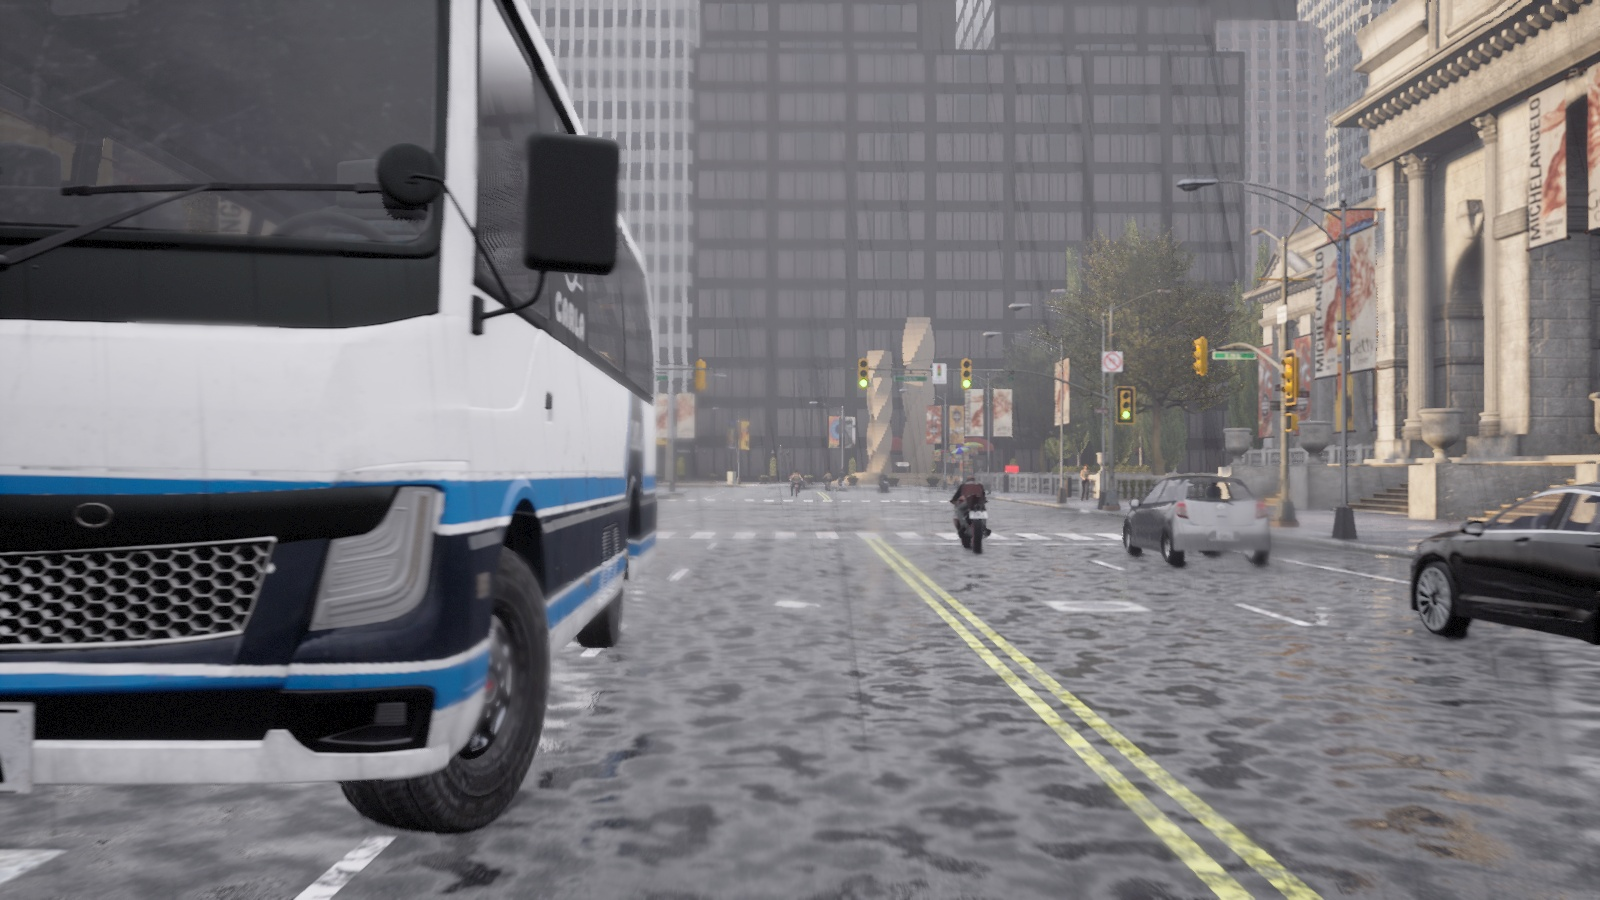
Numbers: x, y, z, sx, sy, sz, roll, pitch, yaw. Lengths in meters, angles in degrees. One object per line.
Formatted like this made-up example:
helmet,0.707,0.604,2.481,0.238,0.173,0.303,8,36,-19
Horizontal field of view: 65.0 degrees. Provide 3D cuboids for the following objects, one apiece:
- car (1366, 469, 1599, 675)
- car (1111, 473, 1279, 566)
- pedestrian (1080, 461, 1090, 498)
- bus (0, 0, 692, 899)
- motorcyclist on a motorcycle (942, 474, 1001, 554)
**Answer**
car,6.973,0.922,10.644,2.128,1.511,4.902,0,-1,0
car,6.946,1.178,22.484,1.845,1.501,3.633,0,-1,0
pedestrian,14.029,1.449,61.739,0.345,1.836,0.594,0,-1,0
bus,-2.994,-0.408,8.486,3.944,4.253,10.273,1,-1,-2
motorcyclist on a motorcycle,3.439,1.260,25.347,0.866,1.530,2.191,0,-1,0
